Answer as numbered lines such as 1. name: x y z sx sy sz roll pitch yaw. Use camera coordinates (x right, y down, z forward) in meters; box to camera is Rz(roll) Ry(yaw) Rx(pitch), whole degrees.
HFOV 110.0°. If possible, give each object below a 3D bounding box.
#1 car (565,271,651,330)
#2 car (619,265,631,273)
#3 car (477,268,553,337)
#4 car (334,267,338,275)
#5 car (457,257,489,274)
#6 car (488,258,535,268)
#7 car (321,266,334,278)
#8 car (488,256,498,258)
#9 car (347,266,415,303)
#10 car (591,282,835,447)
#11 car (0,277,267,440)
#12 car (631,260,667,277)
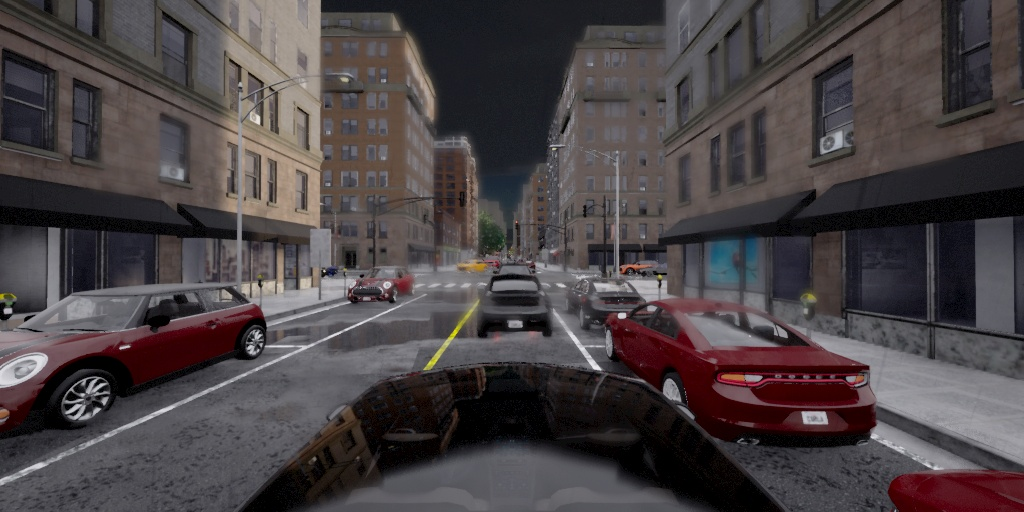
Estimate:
1. car: 2.683 1.303 10.889 2.007 1.370 4.403 0 0 0
2. car: 14.024 1.221 39.265 4.553 1.767 2.097 0 0 0
3. car: 0.056 1.258 10.313 1.837 1.490 4.892 0 0 -1
4. car: -18.410 1.150 32.413 5.008 1.535 1.882 0 0 0
5. car: -4.635 1.254 42.752 1.882 1.535 5.008 1 0 23
6. car: 0.120 1.108 17.728 2.097 1.767 4.553 0 0 0
7. car: -18.020 0.868 29.159 5.566 2.045 2.150 0 0 0
8. car: -3.164 1.024 57.612 2.150 2.045 5.566 0 0 0
9. car: -5.835 1.195 16.389 1.967 1.591 4.097 0 0 0
10. car: 2.675 1.296 5.397 1.888 1.381 4.507 0 0 0
11. car: -5.852 1.190 5.403 1.967 1.591 4.097 0 0 0
12. car: 15.189 1.395 36.004 5.357 1.411 2.033 0 0 0
